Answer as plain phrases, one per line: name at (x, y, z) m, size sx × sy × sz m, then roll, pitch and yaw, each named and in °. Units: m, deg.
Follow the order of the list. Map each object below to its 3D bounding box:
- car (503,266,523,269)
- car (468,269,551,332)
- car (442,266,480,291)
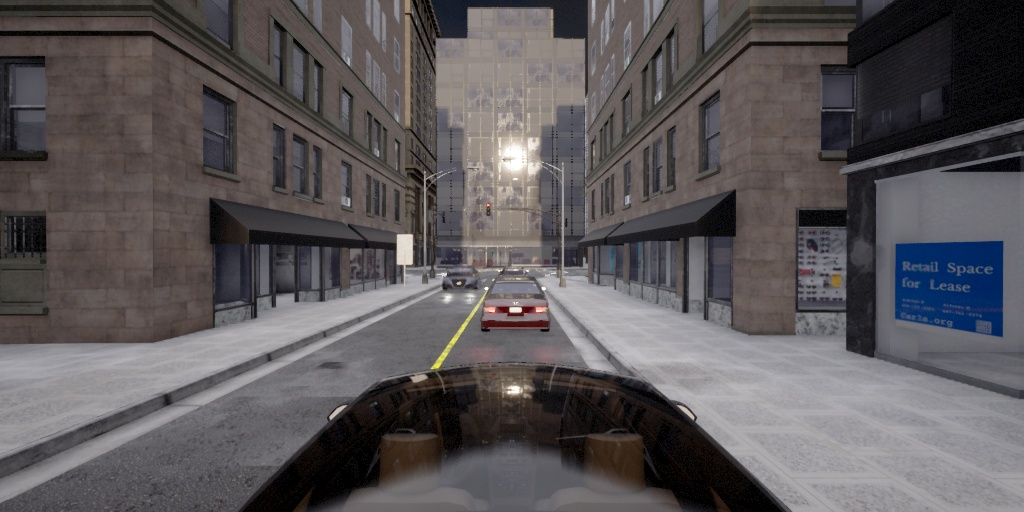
car at (0.085, 1.300, 21.478) m, size 1.994 × 1.385 × 4.181 m, roll 0°, pitch 0°, yaw 0°
car at (0.094, 1.293, 10.812) m, size 2.033 × 1.411 × 5.357 m, roll 0°, pitch 0°, yaw 0°
car at (-2.908, 1.300, 21.497) m, size 1.994 × 1.385 × 4.181 m, roll 0°, pitch 0°, yaw -1°
